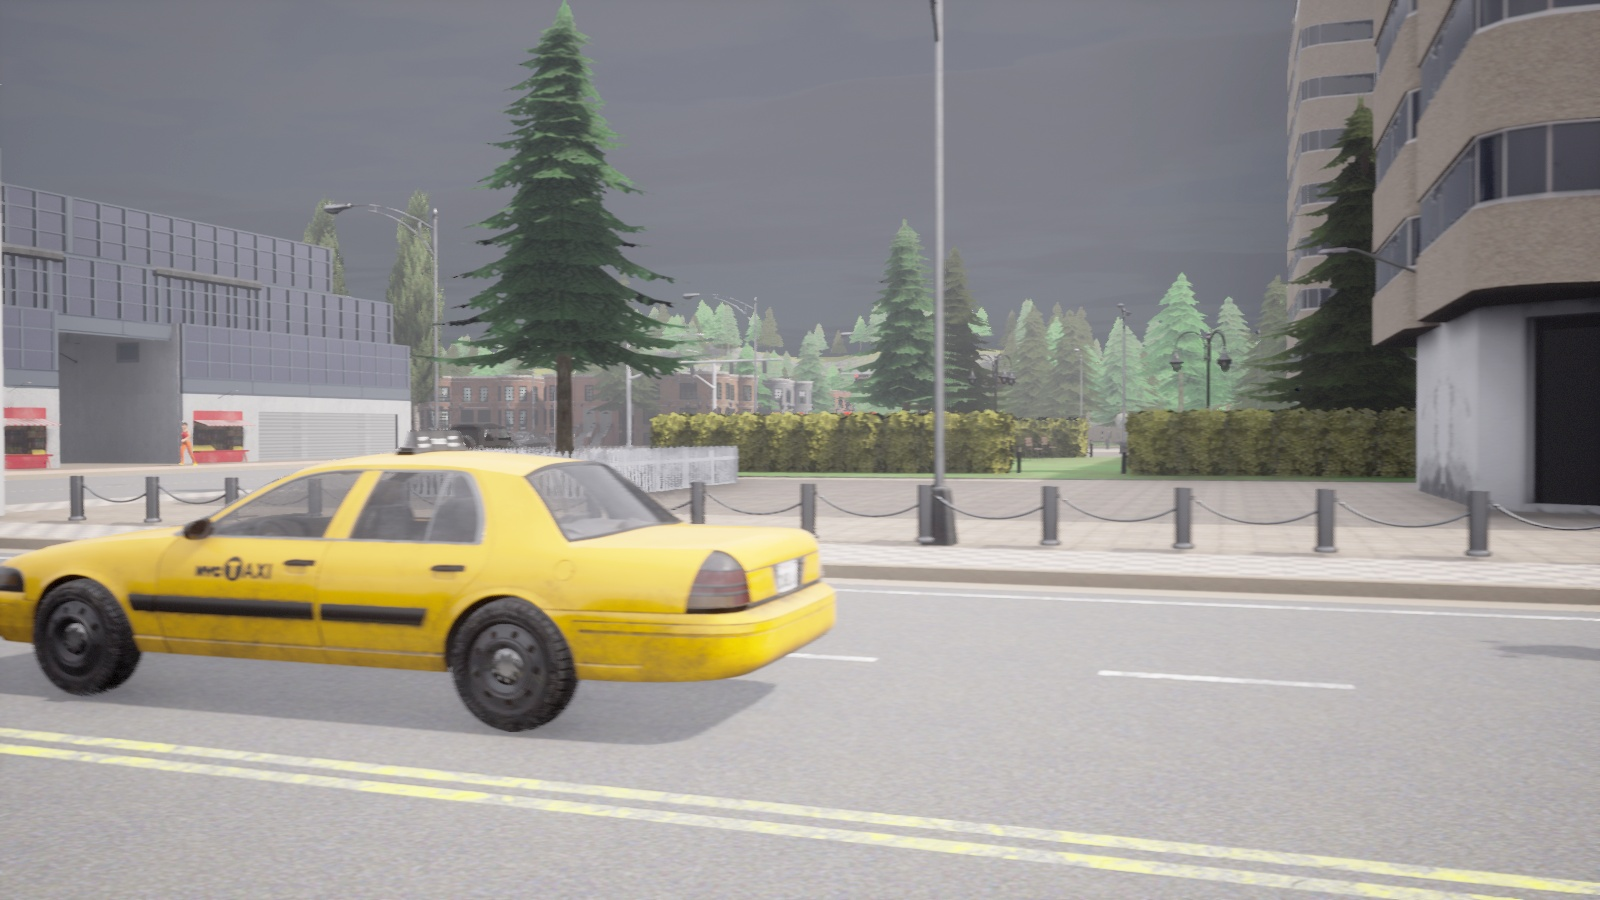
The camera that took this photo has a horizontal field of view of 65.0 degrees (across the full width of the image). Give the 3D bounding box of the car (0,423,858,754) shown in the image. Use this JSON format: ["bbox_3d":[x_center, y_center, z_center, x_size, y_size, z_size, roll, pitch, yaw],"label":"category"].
[{"bbox_3d":[-2.476,0.633,7.718,5.366,1.575,1.801,1,1,19],"label":"car"}]

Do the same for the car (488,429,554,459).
[{"bbox_3d":[-15.040,-0.339,67.897,1.789,1.549,3.705,1,1,19],"label":"car"}]

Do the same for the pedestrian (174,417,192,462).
[{"bbox_3d":[-25.568,-0.445,52.078,0.345,1.836,0.594,1,1,18],"label":"pedestrian"}]

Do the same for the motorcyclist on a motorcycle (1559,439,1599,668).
[{"bbox_3d":[6.376,0.698,8.433,2.044,1.523,0.797,1,1,19],"label":"motorcyclist on a motorcycle"}]

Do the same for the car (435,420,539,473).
[{"bbox_3d":[-11.397,-0.157,45.975,1.905,1.878,3.866,1,1,19],"label":"car"}]
